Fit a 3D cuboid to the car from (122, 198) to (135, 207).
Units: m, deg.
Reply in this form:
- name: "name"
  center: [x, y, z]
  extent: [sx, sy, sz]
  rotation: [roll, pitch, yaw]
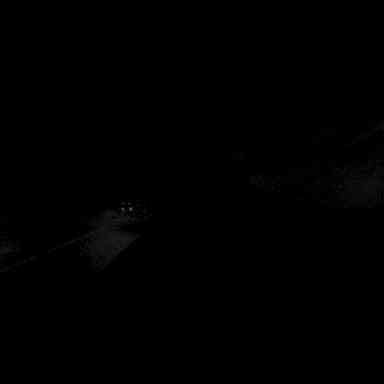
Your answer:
- name: "car"
  center: [-11.942, 1.986, 62.828]
  extent: [1.837, 1.490, 4.892]
  rotation: [0, 0, 0]
